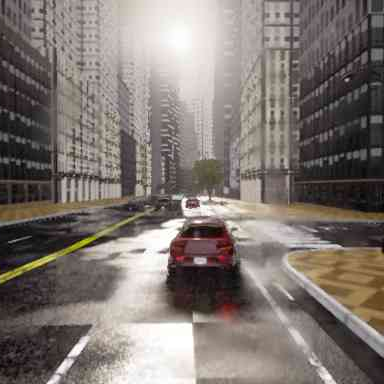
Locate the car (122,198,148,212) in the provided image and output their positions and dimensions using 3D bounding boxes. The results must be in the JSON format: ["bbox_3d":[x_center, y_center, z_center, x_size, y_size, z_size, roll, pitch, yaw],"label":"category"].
[{"bbox_3d":[-6.601,1.517,37.838,1.895,1.301,4.718,0,0,0],"label":"car"}]

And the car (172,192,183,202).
[{"bbox_3d":[-3.167,1.067,70.450,2.150,2.045,5.566,0,0,0],"label":"car"}]

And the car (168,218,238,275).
[{"bbox_3d":[0.431,1.527,10.290,1.812,1.442,4.674,-1,-1,6],"label":"car"}]

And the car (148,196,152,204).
[{"bbox_3d":[-6.558,1.381,55.871,1.837,1.490,4.892,0,0,1],"label":"car"}]

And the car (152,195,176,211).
[{"bbox_3d":[-3.160,1.420,38.476,1.837,1.490,4.892,0,0,0],"label":"car"}]

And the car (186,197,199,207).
[{"bbox_3d":[0.088,1.454,49.725,1.994,1.385,4.181,0,0,0],"label":"car"}]
